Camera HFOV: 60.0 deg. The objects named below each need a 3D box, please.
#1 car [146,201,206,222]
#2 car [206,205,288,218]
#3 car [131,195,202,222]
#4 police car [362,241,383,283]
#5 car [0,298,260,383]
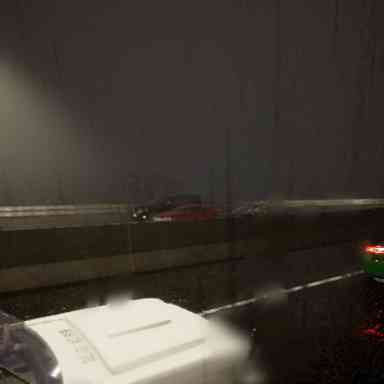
[{"bbox_3d":[-0.236,1.532,20.942,4.674,1.442,1.812,0,0,-35],"label":"car"},{"bbox_3d":[3.555,1.501,19.340,4.902,1.511,2.128,0,0,-35],"label":"car"},{"bbox_3d":[-1.619,1.227,24.265,5.566,2.045,2.150,0,0,-35],"label":"car"},{"bbox_3d":[6.506,1.515,8.471,4.974,1.542,2.038,0,0,-35],"label":"police car"},{"bbox_3d":[-1.709,1.600,2.517,4.718,1.301,1.895,0,0,-35],"label":"car"}]
